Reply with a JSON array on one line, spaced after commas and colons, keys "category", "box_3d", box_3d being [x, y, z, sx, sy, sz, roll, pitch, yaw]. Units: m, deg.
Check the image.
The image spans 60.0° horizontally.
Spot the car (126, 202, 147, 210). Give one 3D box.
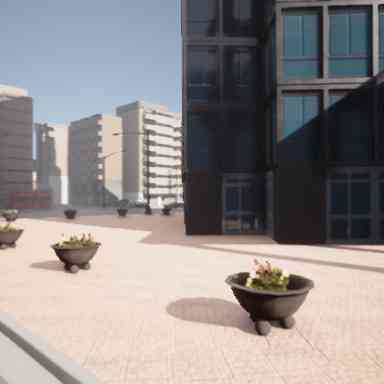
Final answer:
[{"category": "car", "box_3d": [-10.652, 2.616, 64.880, 2.128, 1.511, 4.902, -1, -1, 43]}]

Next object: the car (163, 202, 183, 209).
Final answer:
[{"category": "car", "box_3d": [-3.718, 2.700, 67.149, 2.128, 1.511, 4.902, -1, -2, 43]}]
